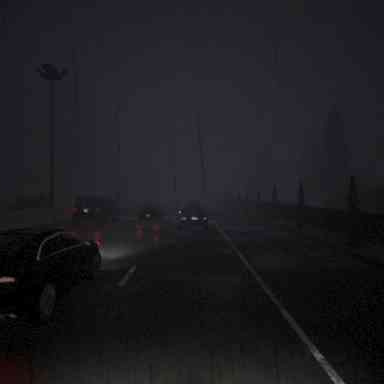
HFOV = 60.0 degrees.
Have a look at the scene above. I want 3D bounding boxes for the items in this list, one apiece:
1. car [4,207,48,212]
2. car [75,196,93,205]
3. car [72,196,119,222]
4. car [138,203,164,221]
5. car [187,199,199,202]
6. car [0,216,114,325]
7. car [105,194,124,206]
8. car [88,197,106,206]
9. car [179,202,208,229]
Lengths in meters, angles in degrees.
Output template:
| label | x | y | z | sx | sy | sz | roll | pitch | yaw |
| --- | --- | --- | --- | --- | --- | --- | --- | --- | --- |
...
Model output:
| label | x | y | z | sx | sy | sz | roll | pitch | yaw |
| --- | --- | --- | --- | --- | --- | --- | --- | --- | --- |
| car | -14.098 | 1.351 | 29.163 | 2.150 | 2.045 | 5.566 | 0 | 0 | 0 |
| car | -21.101 | 1.645 | 65.427 | 2.097 | 1.767 | 4.553 | 0 | 0 | -1 |
| car | -6.900 | 1.329 | 24.290 | 2.150 | 2.045 | 5.566 | 0 | 0 | 0 |
| car | -3.400 | 1.650 | 28.082 | 1.812 | 1.442 | 4.674 | 0 | 0 | 0 |
| car | 0.100 | 1.664 | 42.142 | 1.882 | 1.535 | 5.008 | 0 | 0 | 0 |
| car | -3.401 | 1.524 | 7.161 | 2.128 | 1.511 | 4.902 | 0 | 0 | 0 |
| car | -14.036 | 1.487 | 60.480 | 2.150 | 2.045 | 5.566 | 0 | 0 | 0 |
| car | -17.562 | 1.750 | 61.639 | 1.882 | 1.535 | 5.008 | 0 | 0 | 0 |
| car | 0.101 | 1.646 | 22.293 | 2.033 | 1.411 | 5.357 | 0 | 0 | 0 |
